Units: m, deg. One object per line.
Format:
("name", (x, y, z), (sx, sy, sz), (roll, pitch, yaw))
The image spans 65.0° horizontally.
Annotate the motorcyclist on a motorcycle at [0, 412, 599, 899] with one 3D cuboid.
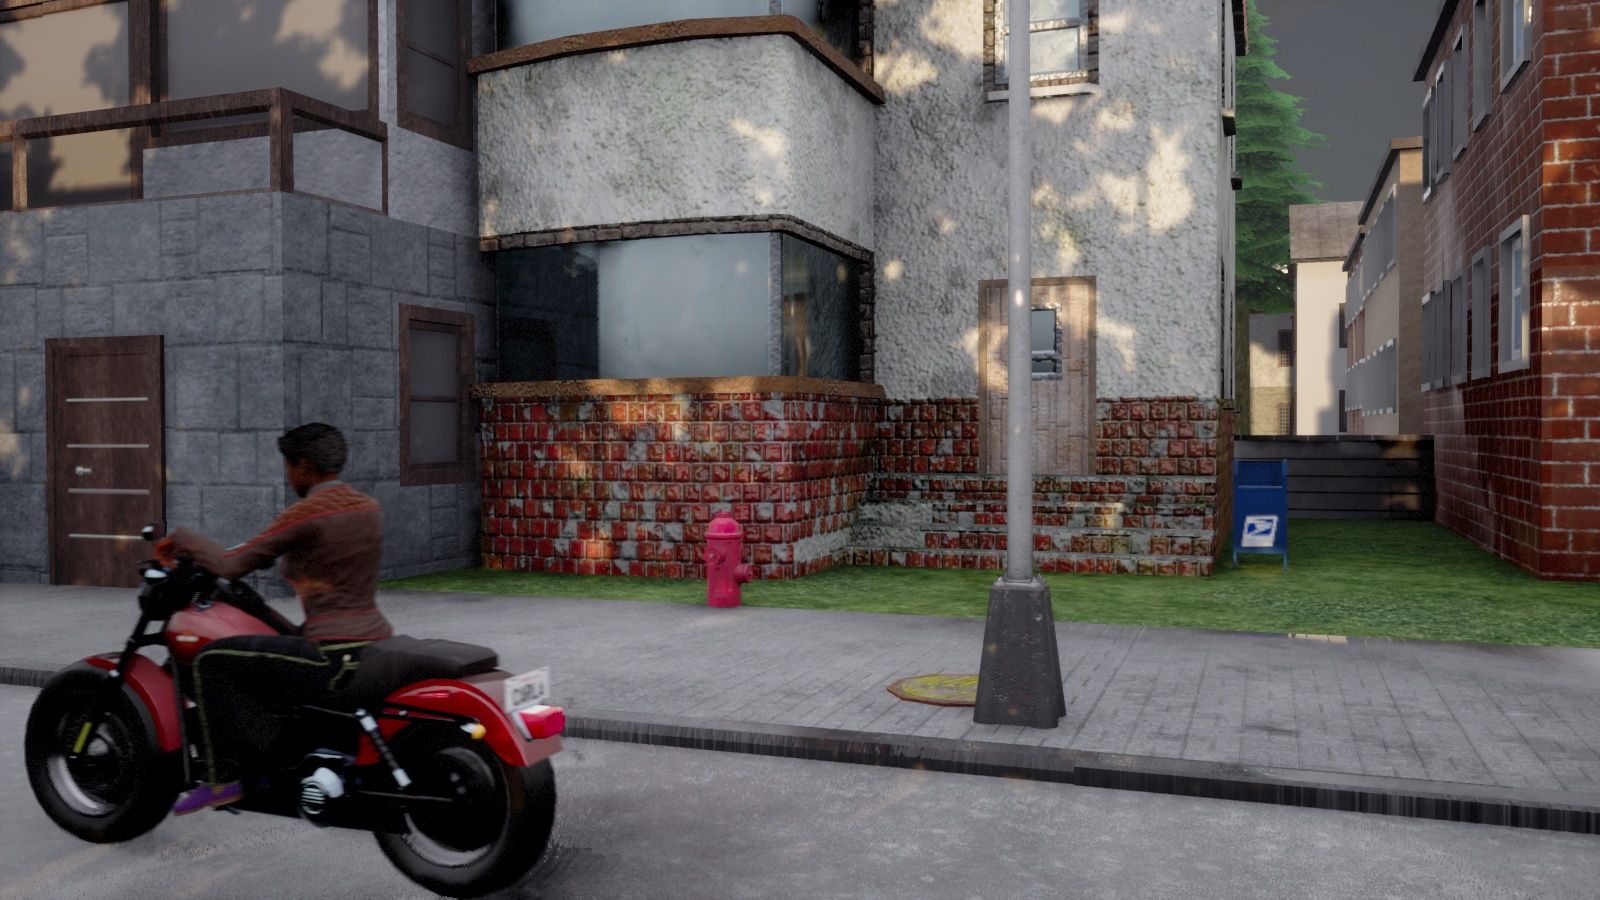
("motorcyclist on a motorcycle", (-1.954, 0.697, 4.552), (2.350, 1.649, 0.766), (0, 1, 21))
